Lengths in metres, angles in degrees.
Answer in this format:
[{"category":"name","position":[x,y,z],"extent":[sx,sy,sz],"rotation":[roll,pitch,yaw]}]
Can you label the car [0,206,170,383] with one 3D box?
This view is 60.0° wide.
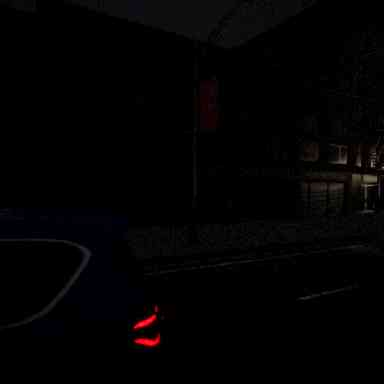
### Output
[{"category":"car","position":[-2.834,1.157,1.923],"extent":[5.566,2.045,2.150],"rotation":[0,1,-31]}]
